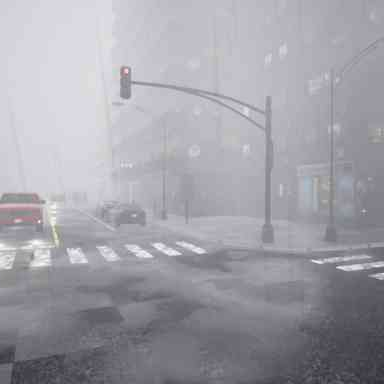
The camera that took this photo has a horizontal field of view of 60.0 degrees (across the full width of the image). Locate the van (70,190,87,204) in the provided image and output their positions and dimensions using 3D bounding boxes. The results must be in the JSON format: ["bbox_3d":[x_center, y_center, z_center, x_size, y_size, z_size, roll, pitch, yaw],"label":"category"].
[{"bbox_3d":[-15.566,0.731,46.197,1.690,1.788,3.998,1,0,-24],"label":"van"}]

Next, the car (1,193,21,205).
[{"bbox_3d":[-23.228,0.886,42.792,1.947,1.339,4.313,1,0,-24],"label":"car"}]

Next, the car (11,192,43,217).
[{"bbox_3d":[-13.195,0.960,26.872,2.097,1.767,4.553,1,1,-24],"label":"car"}]

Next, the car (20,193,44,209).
[{"bbox_3d":[-17.268,0.956,36.083,2.128,1.511,4.902,1,1,-24],"label":"car"}]

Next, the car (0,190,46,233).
[{"bbox_3d":[-9.312,0.966,18.125,2.150,2.045,5.566,1,1,-25],"label":"car"}]

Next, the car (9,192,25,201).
[{"bbox_3d":[-27.802,0.727,52.951,1.947,1.339,4.313,1,0,-24],"label":"car"}]

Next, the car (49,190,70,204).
[{"bbox_3d":[-18.546,0.827,46.226,1.882,1.535,5.008,1,1,-24],"label":"car"}]

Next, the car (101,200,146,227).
[{"bbox_3d":[-4.136,1.354,20.800,1.947,1.339,4.313,1,0,-24],"label":"car"}]

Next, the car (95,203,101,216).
[{"bbox_3d":[-6.423,1.290,25.880,1.802,1.307,4.206,1,0,-24],"label":"car"}]

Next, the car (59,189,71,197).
[{"bbox_3d":[-29.287,0.229,76.672,2.192,1.841,5.009,1,0,-24],"label":"car"}]

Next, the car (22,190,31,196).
[{"bbox_3d":[-41.525,0.269,83.427,1.802,1.307,4.206,1,0,-24],"label":"car"}]

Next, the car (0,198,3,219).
[{"bbox_3d":[-14.079,1.183,22.475,1.887,1.381,4.507,1,0,-24],"label":"car"}]
